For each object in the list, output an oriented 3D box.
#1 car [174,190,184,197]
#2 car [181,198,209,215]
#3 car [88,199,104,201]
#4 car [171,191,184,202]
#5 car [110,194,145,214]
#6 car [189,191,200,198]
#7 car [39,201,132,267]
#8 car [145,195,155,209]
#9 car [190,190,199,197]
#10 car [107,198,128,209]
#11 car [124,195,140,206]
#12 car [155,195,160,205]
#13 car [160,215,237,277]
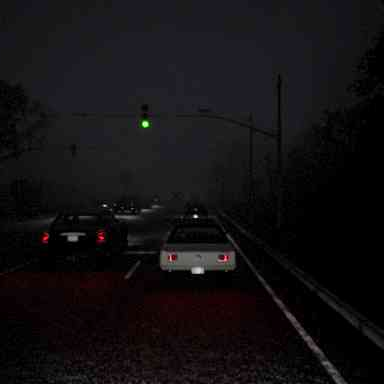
[{"bbox_3d":[-2.858,0.414,74.980,1.895,1.301,4.718,0,3,1],"label":"car"},{"bbox_3d":[0.293,1.506,26.416,1.837,1.490,4.892,0,0,1],"label":"car"},{"bbox_3d":[-10.315,1.492,35.437,2.128,1.511,4.902,0,0,1],"label":"car"},{"bbox_3d":[-2.955,0.746,64.544,2.150,2.045,5.566,0,3,1],"label":"car"},{"bbox_3d":[-6.824,1.222,35.562,2.150,2.045,5.566,0,0,1],"label":"car"},{"bbox_3d":[0.546,1.017,64.496,2.128,1.511,4.902,0,3,1],"label":"car"},{"bbox_3d":[-3.545,1.353,11.679,2.097,1.767,4.553,0,0,-3],"label":"car"},{"bbox_3d":[-6.716,1.479,45.639,1.882,1.535,5.008,0,0,1],"label":"car"},{"bbox_3d":[0.641,0.373,74.916,1.994,1.385,4.181,0,3,1],"label":"car"},{"bbox_3d":[-10.210,1.527,45.662,1.812,1.442,4.674,0,0,0],"label":"car"},{"bbox_3d":[-10.044,1.371,56.035,1.882,1.535,5.008,0,2,1],"label":"car"},{"bbox_3d":[-6.557,1.253,55.746,2.097,1.767,4.553,0,2,1],"label":"car"},{"bbox_3d":[0.160,1.601,10.216,1.895,1.301,4.718,0,0,0],"label":"car"}]
